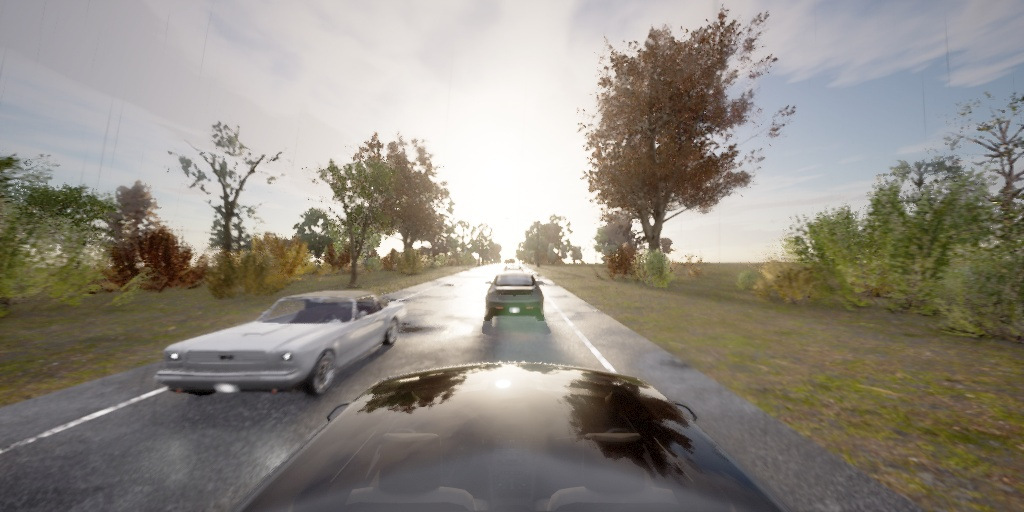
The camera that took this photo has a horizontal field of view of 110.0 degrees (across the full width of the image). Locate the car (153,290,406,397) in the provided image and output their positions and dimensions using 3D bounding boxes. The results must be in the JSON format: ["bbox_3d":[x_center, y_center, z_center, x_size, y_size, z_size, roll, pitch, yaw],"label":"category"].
[{"bbox_3d":[-3.581,1.368,6.713,1.895,1.301,4.718,0,0,0],"label":"car"}]

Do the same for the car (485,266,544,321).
[{"bbox_3d":[0.085,1.296,12.695,1.837,1.490,4.892,0,0,0],"label":"car"}]
